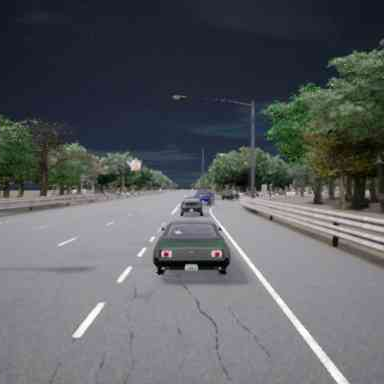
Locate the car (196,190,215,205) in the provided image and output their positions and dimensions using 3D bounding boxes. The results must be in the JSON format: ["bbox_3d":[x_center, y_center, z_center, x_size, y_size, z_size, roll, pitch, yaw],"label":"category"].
[{"bbox_3d":[1.779,0.756,45.973,2.150,2.045,5.566,0,0,12],"label":"car"}]

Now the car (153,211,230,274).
[{"bbox_3d":[-0.011,1.493,10.168,1.895,1.301,4.718,0,1,0],"label":"car"}]

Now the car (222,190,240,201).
[{"bbox_3d":[7.428,0.567,63.486,2.150,2.045,5.566,0,0,24],"label":"car"}]

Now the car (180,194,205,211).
[{"bbox_3d":[0.026,1.197,29.261,1.837,1.490,4.892,0,1,1],"label":"car"}]
